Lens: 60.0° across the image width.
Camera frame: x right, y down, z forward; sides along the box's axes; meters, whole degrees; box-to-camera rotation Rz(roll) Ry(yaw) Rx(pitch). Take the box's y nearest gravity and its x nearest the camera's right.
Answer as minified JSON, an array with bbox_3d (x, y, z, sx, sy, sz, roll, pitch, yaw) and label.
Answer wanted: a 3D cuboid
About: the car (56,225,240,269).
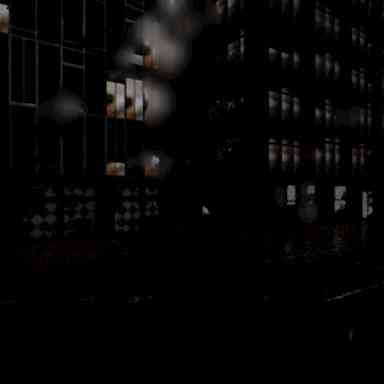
[{"bbox_3d":[-0.716,1.474,6.021,4.097,1.590,1.967,1,-1,-35],"label":"car"}]

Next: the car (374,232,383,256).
[{"bbox_3d":[8.587,1.681,12.550,4.403,1.369,2.008,1,-1,-35],"label":"car"}]

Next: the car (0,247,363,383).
[{"bbox_3d":[-0.653,1.561,2.890,5.357,1.411,2.033,1,0,-35],"label":"car"}]
